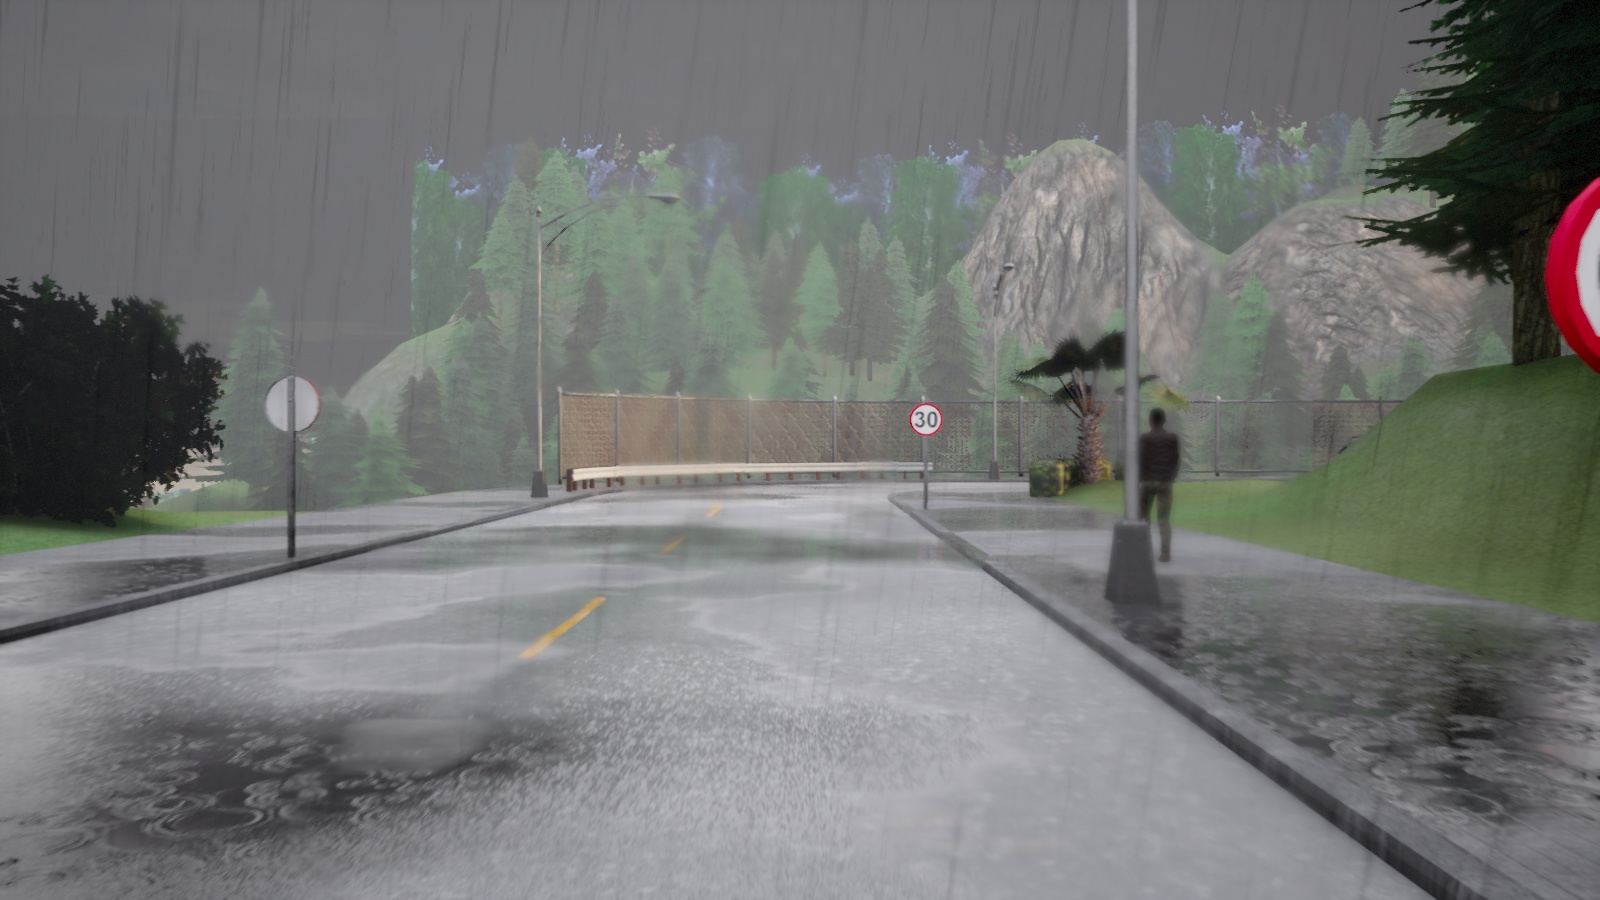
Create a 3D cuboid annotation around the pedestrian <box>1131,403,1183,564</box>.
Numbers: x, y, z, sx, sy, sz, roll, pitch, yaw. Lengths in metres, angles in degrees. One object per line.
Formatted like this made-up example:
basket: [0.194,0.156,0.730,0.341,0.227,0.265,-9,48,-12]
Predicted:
pedestrian: [4.170,0.377,14.684,0.431,1.840,0.703,0,0,2]
